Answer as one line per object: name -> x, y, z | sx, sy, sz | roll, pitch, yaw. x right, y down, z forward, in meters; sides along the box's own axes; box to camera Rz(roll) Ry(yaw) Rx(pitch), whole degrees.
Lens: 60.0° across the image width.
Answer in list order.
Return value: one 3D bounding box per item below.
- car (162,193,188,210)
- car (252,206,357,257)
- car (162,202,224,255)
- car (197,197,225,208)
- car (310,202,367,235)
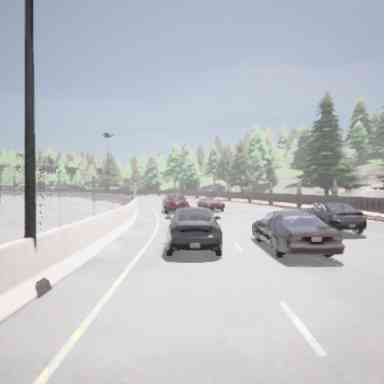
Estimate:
car -> -1.523, 0.927, 29.547 | 2.097, 1.767, 4.553 | 0, 1, -9
car -> 3.543, 1.374, 12.086 | 2.033, 1.411, 5.357 | 0, 1, -1
car -> 0.044, 1.326, 12.417 | 1.837, 1.490, 4.892 | 0, 1, -1
car -> 1.673, 1.147, 31.640 | 1.895, 1.301, 4.718 | 0, 1, -10
car -> 6.880, 1.250, 16.941 | 2.128, 1.511, 4.902 | 0, 1, -3
